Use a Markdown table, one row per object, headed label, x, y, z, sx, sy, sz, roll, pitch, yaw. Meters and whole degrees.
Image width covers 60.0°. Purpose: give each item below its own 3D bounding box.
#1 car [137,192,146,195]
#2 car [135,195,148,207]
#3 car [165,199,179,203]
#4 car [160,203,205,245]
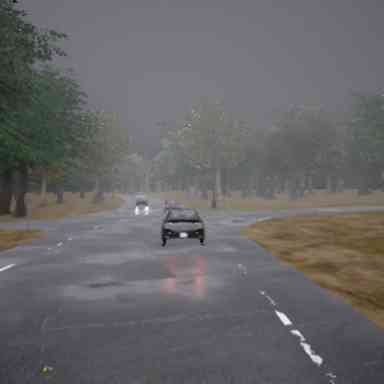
| label | x | y | z | sx | sy | sz | roll | pitch | yaw |
| --- | --- | --- | --- | --- | --- | --- | --- | --- | --- |
| car | -10.109 | 1.074 | 66.521 | 2.150 | 2.045 | 5.566 | 0 | 0 | -10 |
| car | -7.616 | 1.532 | 50.810 | 1.895 | 1.301 | 4.718 | 0 | 0 | -8 |
| car | -2.262 | 1.527 | 37.730 | 2.033 | 1.411 | 5.357 | 0 | 0 | -6 |
| car | -0.459 | 1.500 | 15.660 | 2.128 | 1.511 | 4.902 | 0 | 0 | -3 |
